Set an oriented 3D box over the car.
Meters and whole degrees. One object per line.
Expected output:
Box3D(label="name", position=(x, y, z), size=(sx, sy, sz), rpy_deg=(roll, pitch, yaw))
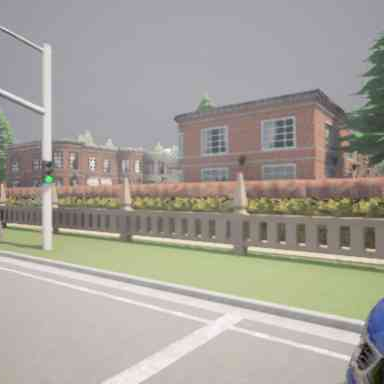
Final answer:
Box3D(label="car", position=(3.670, 1.205, 1.380), size=(5.566, 2.045, 2.150), rpy_deg=(-1, 0, 35))
